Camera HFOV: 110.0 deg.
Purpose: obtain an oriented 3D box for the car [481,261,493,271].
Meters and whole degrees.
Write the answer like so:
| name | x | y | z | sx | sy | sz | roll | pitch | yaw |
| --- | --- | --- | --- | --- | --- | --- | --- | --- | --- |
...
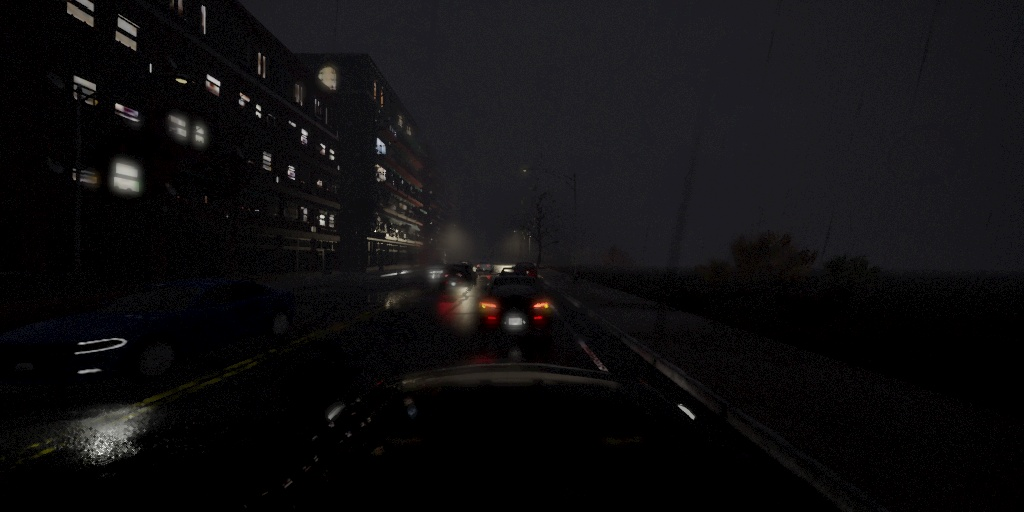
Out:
| name | x | y | z | sx | sy | sz | roll | pitch | yaw |
| --- | --- | --- | --- | --- | --- | --- | --- | --- | --- |
| car | -3.266 | 1.279 | 43.604 | 1.812 | 1.442 | 4.674 | 0 | 0 | 0 |

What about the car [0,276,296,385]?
| name | x | y | z | sx | sy | sz | roll | pitch | yaw |
| --- | --- | --- | --- | --- | --- | --- | --- | --- | --- |
| car | -6.615 | 1.228 | 7.358 | 1.882 | 1.535 | 5.008 | 0 | 0 | 0 |

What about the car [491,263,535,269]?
| name | x | y | z | sx | sy | sz | roll | pitch | yaw |
| --- | --- | --- | --- | --- | --- | --- | --- | --- | --- |
| car | 0.050 | 1.317 | 20.370 | 1.994 | 1.385 | 4.181 | 0 | 0 | 0 |

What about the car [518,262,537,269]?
| name | x | y | z | sx | sy | sz | roll | pitch | yaw |
| --- | --- | --- | --- | --- | --- | --- | --- | --- | --- |
| car | 1.061 | 1.232 | 29.899 | 1.882 | 1.535 | 5.008 | 0 | 0 | 0 |

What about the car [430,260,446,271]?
| name | x | y | z | sx | sy | sz | roll | pitch | yaw |
| --- | --- | --- | --- | --- | --- | --- | --- | --- | --- |
| car | -9.978 | 1.244 | 49.717 | 2.128 | 1.511 | 4.902 | 0 | 0 | 0 |

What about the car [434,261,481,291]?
| name | x | y | z | sx | sy | sz | roll | pitch | yaw |
| --- | --- | --- | --- | --- | --- | --- | --- | --- | --- |
| car | -3.206 | 1.258 | 21.999 | 1.837 | 1.490 | 4.892 | 0 | 0 | 0 |

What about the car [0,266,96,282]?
| name | x | y | z | sx | sy | sz | roll | pitch | yaw |
| --- | --- | --- | --- | --- | --- | --- | --- | --- | --- |
| car | -9.863 | 1.103 | 6.310 | 2.097 | 1.767 | 4.553 | 0 | 0 | 0 |

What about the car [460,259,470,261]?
| name | x | y | z | sx | sy | sz | roll | pitch | yaw |
| --- | --- | --- | --- | --- | --- | --- | --- | --- | --- |
| car | -6.731 | 1.244 | 50.950 | 2.128 | 1.511 | 4.902 | 0 | 0 | 0 |

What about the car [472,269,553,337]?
| name | x | y | z | sx | sy | sz | roll | pitch | yaw |
| --- | --- | --- | --- | --- | --- | --- | --- | --- | --- |
| car | 0.069 | 1.277 | 10.203 | 1.812 | 1.442 | 4.674 | 0 | 0 | 0 |
